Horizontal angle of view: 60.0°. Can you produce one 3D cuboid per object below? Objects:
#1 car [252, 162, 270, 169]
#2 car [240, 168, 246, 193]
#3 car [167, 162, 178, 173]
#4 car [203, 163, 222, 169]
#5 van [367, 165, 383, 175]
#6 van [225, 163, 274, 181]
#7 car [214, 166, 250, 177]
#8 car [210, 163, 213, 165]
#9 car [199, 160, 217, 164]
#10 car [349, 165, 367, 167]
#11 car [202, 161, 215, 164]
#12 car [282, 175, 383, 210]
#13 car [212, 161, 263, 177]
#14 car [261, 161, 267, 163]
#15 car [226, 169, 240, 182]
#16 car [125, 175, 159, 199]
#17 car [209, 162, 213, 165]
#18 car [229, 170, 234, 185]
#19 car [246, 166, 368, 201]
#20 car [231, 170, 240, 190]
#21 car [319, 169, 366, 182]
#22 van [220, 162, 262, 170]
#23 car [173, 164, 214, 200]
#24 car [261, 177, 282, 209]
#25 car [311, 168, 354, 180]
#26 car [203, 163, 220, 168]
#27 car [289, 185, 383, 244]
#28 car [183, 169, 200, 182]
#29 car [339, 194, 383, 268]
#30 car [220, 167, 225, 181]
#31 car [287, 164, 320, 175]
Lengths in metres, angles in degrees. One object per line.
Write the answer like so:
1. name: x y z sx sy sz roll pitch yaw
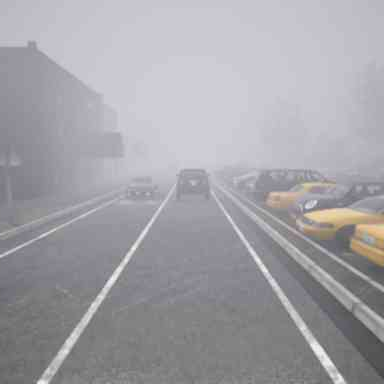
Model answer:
1. car: 18.513 -7.188 89.395 4.553 1.767 2.185 0 6 0
2. car: 6.071 -0.618 23.981 4.553 1.767 2.185 0 5 0
3. car: -3.626 -4.755 64.142 2.150 2.045 5.566 0 6 0
4. car: 5.432 -7.044 89.176 4.792 1.488 2.163 0 6 0
5. van: 18.461 -1.193 29.729 4.442 1.987 1.878 0 5 0
6. van: 6.092 -1.753 35.367 4.442 1.987 1.878 0 6 0
7. car: 5.891 -2.999 49.319 5.008 1.535 2.097 0 6 0
8. car: 5.850 -3.851 57.754 4.674 1.452 2.002 0 6 0
9. car: 5.240 -6.779 86.404 5.366 1.575 1.946 0 6 0
10. car: 18.507 -2.052 38.298 5.566 2.045 2.435 0 6 0
11. car: 5.463 -6.453 83.784 4.674 1.452 2.002 1 6 0
12. car: 6.135 0.372 12.722 4.553 1.767 2.185 0 5 0
13. car: 5.900 -2.654 43.673 5.566 2.045 2.435 0 6 0
14. car: 18.498 -6.578 83.731 4.553 1.767 2.185 0 6 0
15. car: 5.994 -1.202 32.448 4.674 1.452 2.002 0 5 0
16. car: -3.383 -0.413 23.133 1.837 1.490 4.892 0 5 0
17. car: 5.861 -4.158 60.564 4.792 1.488 2.163 0 6 0
18. car: 6.005 -0.949 29.625 4.674 1.452 2.002 0 5 0
19. car: 6.101 -0.248 18.341 5.566 2.045 2.435 0 5 0
20. car: 6.018 -0.741 26.807 5.008 1.535 2.097 0 5 0
21. car: 18.489 -2.069 41.136 4.792 1.488 2.163 0 6 0
22. van: 6.061 -2.331 40.867 4.442 1.987 1.878 0 6 0
23. car: 0.067 -0.645 22.672 2.150 2.045 5.566 0 5 0
24. car: 6.273 0.247 15.548 5.366 1.575 1.946 0 5 0
25. car: 18.474 -2.367 43.944 4.792 1.488 2.163 0 6 0
26. car: 5.382 -7.332 91.944 4.674 1.452 2.002 0 6 0
27. car: 5.934 0.742 9.917 5.366 1.575 1.946 0 5 0
28. car: -0.037 -2.049 41.033 1.994 1.385 4.181 0 6 0
29. car: 6.321 0.990 7.104 5.366 1.575 1.946 0 5 0
30. car: 5.962 -1.770 38.084 4.674 1.452 2.002 0 6 0
31. car: 18.412 -3.696 55.036 4.553 1.767 2.185 0 6 0
